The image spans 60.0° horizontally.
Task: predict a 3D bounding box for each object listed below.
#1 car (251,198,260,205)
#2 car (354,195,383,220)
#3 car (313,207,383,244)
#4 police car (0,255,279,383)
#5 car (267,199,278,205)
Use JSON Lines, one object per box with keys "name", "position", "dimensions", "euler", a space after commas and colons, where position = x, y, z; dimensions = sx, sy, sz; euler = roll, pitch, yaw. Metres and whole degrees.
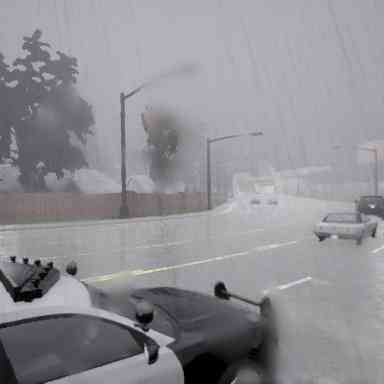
{"name": "car", "position": [13.175, 2.034, 69.068], "dimensions": [2.033, 1.411, 5.357], "euler": [-1, -1, 9]}
{"name": "car", "position": [15.551, 1.300, 29.059], "dimensions": [2.150, 2.045, 5.566], "euler": [-1, 0, 24]}
{"name": "car", "position": [7.526, 1.633, 15.992], "dimensions": [1.895, 1.301, 4.718], "euler": [0, 0, 39]}
{"name": "police car", "position": [-1.307, 1.426, 2.838], "dimensions": [5.238, 1.638, 1.930], "euler": [0, 0, -36]}
{"name": "car", "position": [16.631, 2.044, 68.507], "dimensions": [1.895, 1.301, 4.718], "euler": [-1, -1, 9]}
